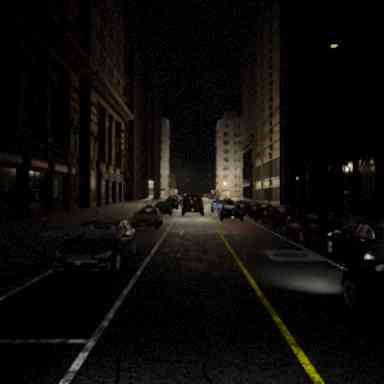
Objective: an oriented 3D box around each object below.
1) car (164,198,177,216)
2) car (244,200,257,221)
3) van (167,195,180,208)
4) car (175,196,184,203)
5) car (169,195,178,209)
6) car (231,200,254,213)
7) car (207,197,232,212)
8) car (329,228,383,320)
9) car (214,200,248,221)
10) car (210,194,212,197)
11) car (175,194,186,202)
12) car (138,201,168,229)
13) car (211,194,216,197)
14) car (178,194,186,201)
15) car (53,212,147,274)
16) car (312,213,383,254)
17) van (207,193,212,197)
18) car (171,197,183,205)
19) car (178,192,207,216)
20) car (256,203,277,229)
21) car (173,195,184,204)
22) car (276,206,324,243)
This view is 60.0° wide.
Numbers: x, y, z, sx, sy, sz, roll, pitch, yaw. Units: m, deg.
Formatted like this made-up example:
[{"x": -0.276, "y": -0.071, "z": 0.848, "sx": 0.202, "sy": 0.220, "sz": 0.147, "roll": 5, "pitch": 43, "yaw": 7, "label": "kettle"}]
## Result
[{"x": -2.773, "y": 1.600, "z": 32.986, "sx": 1.802, "sy": 1.307, "sz": 4.206, "roll": 1, "pitch": 0, "yaw": 0, "label": "car"}, {"x": 5.739, "y": 1.589, "z": 27.345, "sx": 1.887, "sy": 1.381, "sz": 4.507, "roll": 1, "pitch": 0, "yaw": 0, "label": "car"}, {"x": -2.726, "y": 1.362, "z": 49.859, "sx": 1.690, "sy": 1.788, "sz": 3.998, "roll": 1, "pitch": 0, "yaw": 0, "label": "van"}, {"x": -2.671, "y": 1.545, "z": 72.187, "sx": 1.752, "sy": 1.417, "sz": 4.829, "roll": 1, "pitch": 0, "yaw": 0, "label": "car"}, {"x": -2.742, "y": 1.461, "z": 44.235, "sx": 1.967, "sy": 1.590, "sz": 4.097, "roll": 1, "pitch": 0, "yaw": 0, "label": "car"}, {"x": 5.767, "y": 1.615, "z": 38.595, "sx": 1.947, "sy": 1.339, "sz": 4.313, "roll": 1, "pitch": 0, "yaw": 0, "label": "car"}, {"x": 3.104, "y": 1.588, "z": 38.604, "sx": 2.033, "sy": 1.411, "sz": 5.357, "roll": 0, "pitch": 0, "yaw": 1, "label": "car"}, {"x": 3.905, "y": 1.545, "z": 4.813, "sx": 1.812, "sy": 1.442, "sz": 4.674, "roll": 0, "pitch": 0, "yaw": 0, "label": "car"}, {"x": 3.113, "y": 1.637, "z": 27.508, "sx": 1.895, "sy": 1.301, "sz": 4.718, "roll": 0, "pitch": 0, "yaw": 1, "label": "car"}, {"x": 5.869, "y": 1.599, "z": 77.967, "sx": 2.008, "sy": 1.369, "sz": 4.403, "roll": 1, "pitch": 0, "yaw": 0, "label": "car"}, {"x": -2.653, "y": 1.334, "z": 77.981, "sx": 2.192, "sy": 1.841, "sz": 5.009, "roll": 1, "pitch": 0, "yaw": 0, "label": "car"}, {"x": -2.802, "y": 1.537, "z": 21.566, "sx": 1.752, "sy": 1.417, "sz": 4.829, "roll": 1, "pitch": 0, "yaw": 0, "label": "car"}, {"x": 5.855, "y": 1.594, "z": 72.342, "sx": 1.887, "sy": 1.381, "sz": 4.507, "roll": 1, "pitch": 0, "yaw": 0, "label": "car"}, {"x": -2.625, "y": 1.456, "z": 89.230, "sx": 1.967, "sy": 1.590, "sz": 4.097, "roll": 1, "pitch": 0, "yaw": 0, "label": "car"}, {"x": -2.830, "y": 1.553, "z": 10.488, "sx": 2.008, "sy": 1.369, "sz": 4.403, "roll": 1, "pitch": 0, "yaw": 0, "label": "car"}, {"x": 5.695, "y": 1.582, "z": 10.471, "sx": 2.008, "sy": 1.369, "sz": 4.403, "roll": 1, "pitch": 0, "yaw": 0, "label": "car"}, {"x": 5.916, "y": 1.385, "z": 94.841, "sx": 1.690, "sy": 1.788, "sz": 3.998, "roll": 1, "pitch": 0, "yaw": 0, "label": "van"}, {"x": -2.700, "y": 1.587, "z": 61.108, "sx": 1.947, "sy": 1.339, "sz": 4.313, "roll": 1, "pitch": 0, "yaw": 0, "label": "car"}, {"x": 0.077, "y": 1.249, "z": 32.645, "sx": 2.150, "sy": 2.045, "sz": 5.566, "roll": 0, "pitch": 0, "yaw": 0, "label": "car"}, {"x": 5.724, "y": 1.586, "z": 21.720, "sx": 1.887, "sy": 1.381, "sz": 4.507, "roll": 1, "pitch": 0, "yaw": 0, "label": "car"}, {"x": -2.684, "y": 1.461, "z": 66.732, "sx": 1.967, "sy": 1.590, "sz": 4.097, "roll": 1, "pitch": 0, "yaw": 0, "label": "car"}, {"x": 5.710, "y": 1.582, "z": 16.096, "sx": 1.887, "sy": 1.381, "sz": 4.507, "roll": 1, "pitch": 0, "yaw": 0, "label": "car"}]
